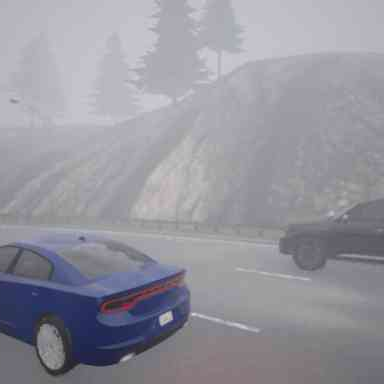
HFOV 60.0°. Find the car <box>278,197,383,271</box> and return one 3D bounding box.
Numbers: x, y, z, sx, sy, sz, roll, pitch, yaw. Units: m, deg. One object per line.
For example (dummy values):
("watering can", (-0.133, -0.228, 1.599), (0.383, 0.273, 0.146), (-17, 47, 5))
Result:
("car", (5.214, 1.139, 8.922), (5.566, 2.045, 2.150), (0, 0, 35))

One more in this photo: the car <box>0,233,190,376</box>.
("car", (-2.387, 1.450, 5.600), (5.008, 1.535, 1.882), (0, 0, 34))
